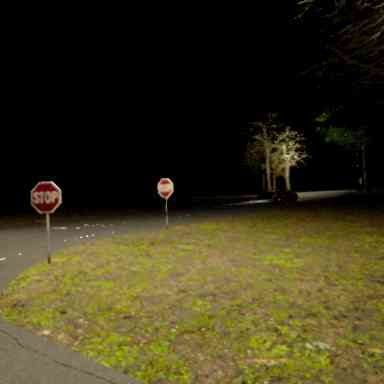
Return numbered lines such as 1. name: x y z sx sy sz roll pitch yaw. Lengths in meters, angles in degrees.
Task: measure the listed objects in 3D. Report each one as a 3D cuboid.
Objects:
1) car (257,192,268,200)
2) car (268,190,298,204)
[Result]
1. car: 12.290 0.629 54.277 1.895 1.301 4.718 -3 0 34
2. car: 11.529 0.565 40.735 2.128 1.511 4.902 -3 0 34
